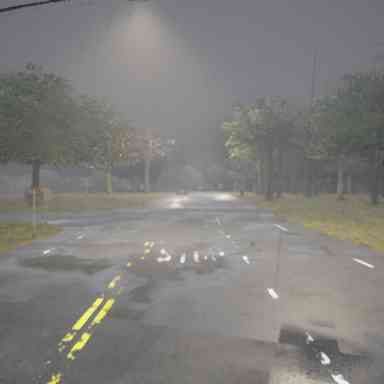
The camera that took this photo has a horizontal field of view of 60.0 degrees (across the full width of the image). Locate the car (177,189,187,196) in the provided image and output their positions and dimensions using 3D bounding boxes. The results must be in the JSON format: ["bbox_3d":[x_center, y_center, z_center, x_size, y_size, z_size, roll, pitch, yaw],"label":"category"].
[{"bbox_3d":[-1.991,0.129,67.432,1.994,1.385,4.181,0,2,2],"label":"car"}]
